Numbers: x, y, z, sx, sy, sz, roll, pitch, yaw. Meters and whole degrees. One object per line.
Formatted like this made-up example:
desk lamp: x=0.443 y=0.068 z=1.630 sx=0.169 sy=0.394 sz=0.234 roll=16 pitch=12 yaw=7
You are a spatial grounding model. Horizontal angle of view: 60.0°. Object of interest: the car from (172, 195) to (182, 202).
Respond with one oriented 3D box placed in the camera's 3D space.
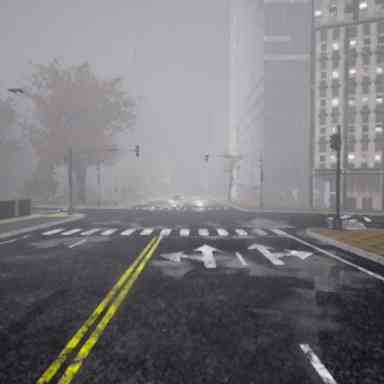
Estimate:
car: x=-3.254 y=1.277 z=71.424 sx=1.882 sy=1.535 sz=5.008 roll=0 pitch=0 yaw=0
